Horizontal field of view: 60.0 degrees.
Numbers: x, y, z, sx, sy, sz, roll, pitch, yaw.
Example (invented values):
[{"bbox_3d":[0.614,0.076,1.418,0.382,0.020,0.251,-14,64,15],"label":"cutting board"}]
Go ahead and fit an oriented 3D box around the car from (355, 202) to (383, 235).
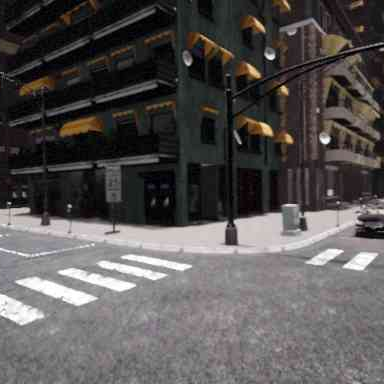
[{"bbox_3d":[8.771,1.185,15.380,2.008,1.369,4.403,-1,1,37],"label":"car"}]
